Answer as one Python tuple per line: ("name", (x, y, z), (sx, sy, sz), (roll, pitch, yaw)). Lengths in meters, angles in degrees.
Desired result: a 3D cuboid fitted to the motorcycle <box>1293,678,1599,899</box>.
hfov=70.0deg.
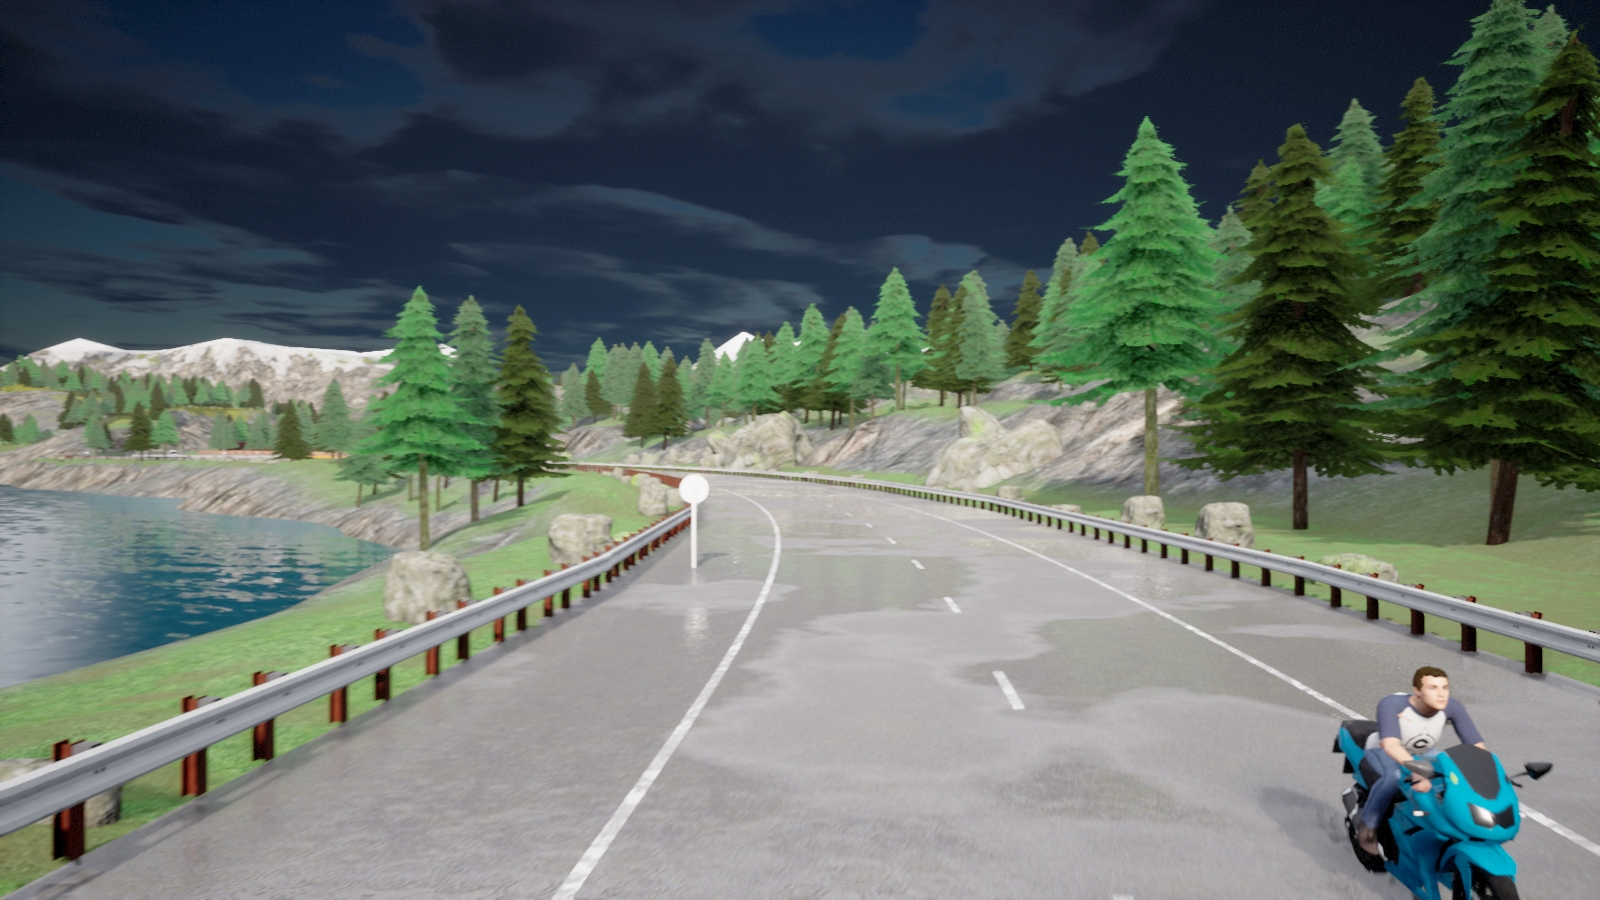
("motorcycle", (3.751, 2.180, 6.849), (0.803, 1.217, 2.033), (0, 0, 3))
